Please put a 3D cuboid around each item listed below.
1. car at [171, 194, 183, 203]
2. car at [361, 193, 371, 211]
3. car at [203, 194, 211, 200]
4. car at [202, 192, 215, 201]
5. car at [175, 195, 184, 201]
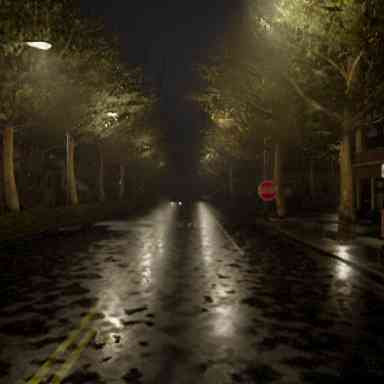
[{"bbox_3d":[-3.190,1.263,68.142,2.097,1.767,4.553,0,0,1],"label":"car"},{"bbox_3d":[21.341,1.173,36.575,5.566,2.045,2.150,0,0,0],"label":"car"},{"bbox_3d":[4.070,1.361,91.228,2.231,1.521,4.892,0,0,0],"label":"car"},{"bbox_3d":[3.419,1.127,76.865,2.435,2.045,5.566,0,0,0],"label":"car"},{"bbox_3d":[-3.103,1.430,83.469,2.033,1.411,5.357,0,0,0],"label":"car"}]
